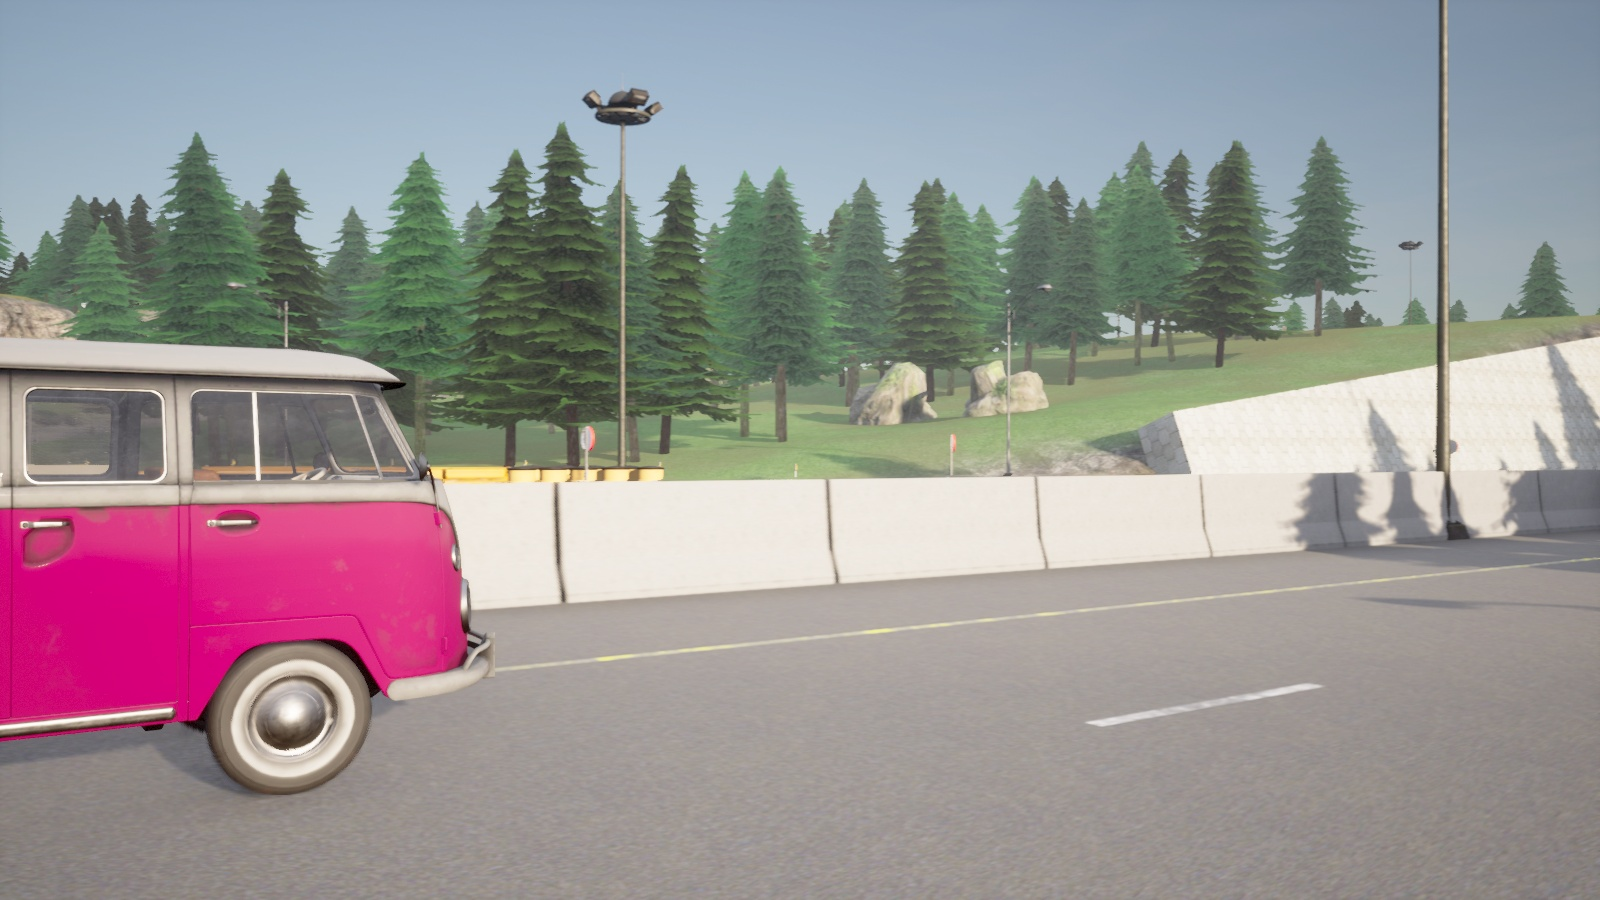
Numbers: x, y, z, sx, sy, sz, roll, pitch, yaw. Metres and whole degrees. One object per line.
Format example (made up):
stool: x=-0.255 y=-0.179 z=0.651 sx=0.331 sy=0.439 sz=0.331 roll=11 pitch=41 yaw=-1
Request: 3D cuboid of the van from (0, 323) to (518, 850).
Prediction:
van: x=-3.660 y=0.518 z=5.377 sx=4.442 sy=1.987 sz=1.775 roll=0 pitch=0 yaw=-35
